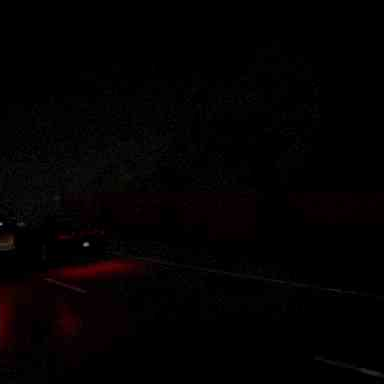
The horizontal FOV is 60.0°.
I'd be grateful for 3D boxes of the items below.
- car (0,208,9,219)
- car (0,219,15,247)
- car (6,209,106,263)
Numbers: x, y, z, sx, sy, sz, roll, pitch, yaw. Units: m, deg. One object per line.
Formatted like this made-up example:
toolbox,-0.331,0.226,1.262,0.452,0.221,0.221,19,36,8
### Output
car,-12.558,1.744,21.604,1.812,1.442,4.674,0,0,-33
car,-7.151,1.602,9.644,2.128,1.511,4.902,0,0,-45
car,-5.185,1.589,12.656,1.882,1.535,5.008,0,0,-44
